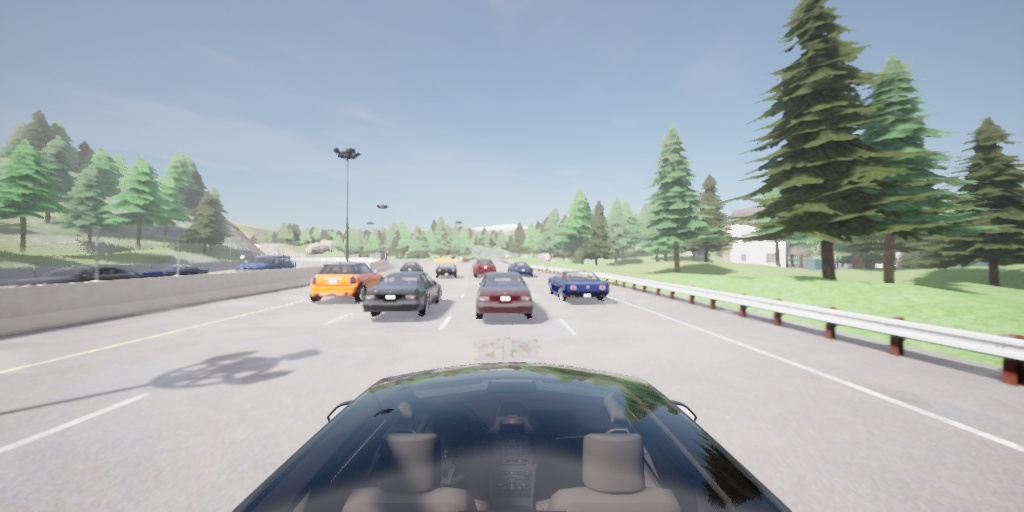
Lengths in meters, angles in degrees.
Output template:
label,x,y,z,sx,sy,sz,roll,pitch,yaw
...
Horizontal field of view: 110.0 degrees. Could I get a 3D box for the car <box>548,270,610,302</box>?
label,x,y,z,sx,sy,sz,roll,pitch,yaw
car,2.914,1.320,16.869,1.895,1.301,4.718,0,0,-4

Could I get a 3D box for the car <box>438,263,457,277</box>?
label,x,y,z,sx,sy,sz,roll,pitch,yaw
car,-6.134,1.309,33.807,1.895,1.301,4.718,0,0,-9

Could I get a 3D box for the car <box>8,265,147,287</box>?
label,x,y,z,sx,sy,sz,roll,pitch,yaw
car,-21.976,1.270,18.245,1.837,1.490,4.892,0,0,-5

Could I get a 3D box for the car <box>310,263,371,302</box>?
label,x,y,z,sx,sy,sz,roll,pitch,yaw
car,-7.656,1.091,17.144,2.097,1.767,4.553,0,0,-4

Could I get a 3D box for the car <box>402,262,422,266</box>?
label,x,y,z,sx,sy,sz,roll,pitch,yaw
car,-10.102,1.276,36.121,1.994,1.385,4.181,0,0,-10

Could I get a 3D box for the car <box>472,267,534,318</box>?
label,x,y,z,sx,sy,sz,roll,pitch,yaw
car,-0.327,1.280,12.929,2.033,1.411,5.357,0,0,-3

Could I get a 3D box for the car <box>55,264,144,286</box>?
label,x,y,z,sx,sy,sz,roll,pitch,yaw
car,-29.958,1.330,26.284,1.994,1.385,4.181,0,0,-8

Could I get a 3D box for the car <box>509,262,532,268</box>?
label,x,y,z,sx,sy,sz,roll,pitch,yaw
car,0.736,1.258,34.998,1.994,1.385,4.181,0,0,-9

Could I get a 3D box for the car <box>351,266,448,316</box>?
label,x,y,z,sx,sy,sz,roll,pitch,yaw
car,-3.832,1.285,13.330,2.033,1.411,5.357,0,0,-4

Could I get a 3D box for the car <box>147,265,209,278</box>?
label,x,y,z,sx,sy,sz,roll,pitch,yaw
car,-26.741,1.356,28.552,1.895,1.301,4.718,0,0,-9

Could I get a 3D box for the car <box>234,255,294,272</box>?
label,x,y,z,sx,sy,sz,roll,pitch,yaw
car,-19.713,0.965,28.881,2.150,2.045,5.566,0,0,-8

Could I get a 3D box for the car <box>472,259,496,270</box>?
label,x,y,z,sx,sy,sz,roll,pitch,yaw
car,-2.740,1.053,34.551,2.097,1.767,4.553,0,0,-9
